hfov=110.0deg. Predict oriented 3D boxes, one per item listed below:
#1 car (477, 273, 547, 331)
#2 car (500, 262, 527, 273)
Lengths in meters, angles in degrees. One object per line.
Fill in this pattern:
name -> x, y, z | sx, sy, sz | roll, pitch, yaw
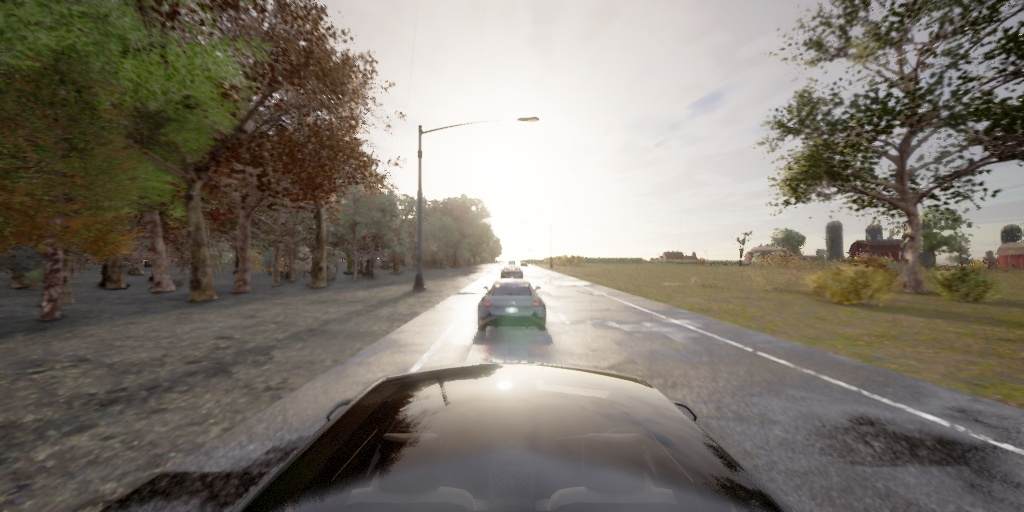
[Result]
car -> -0.003, 1.422, 11.480 | 1.994, 1.385, 4.181 | 0, -1, 0
car -> -0.004, 1.535, 30.475 | 1.882, 1.535, 5.008 | 0, -1, 0
